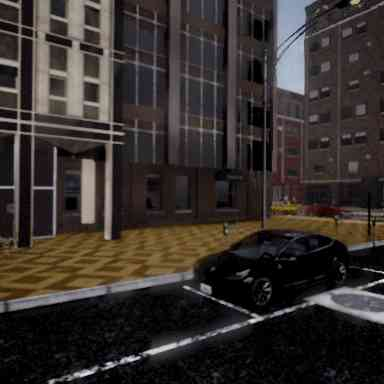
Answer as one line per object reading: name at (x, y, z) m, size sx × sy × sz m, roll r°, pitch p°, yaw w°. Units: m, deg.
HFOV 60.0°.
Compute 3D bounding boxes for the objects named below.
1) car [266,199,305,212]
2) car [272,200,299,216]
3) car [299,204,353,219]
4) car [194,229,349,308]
car at (12.259, 1.740, 43.914) m, size 1.752 × 1.417 × 4.829 m, roll 1°, pitch 0°, yaw -36°
car at (8.948, 1.651, 34.152) m, size 1.752 × 1.417 × 4.829 m, roll 1°, pitch 0°, yaw -36°
car at (12.148, 1.718, 29.688) m, size 1.802 × 1.307 × 4.206 m, roll 1°, pitch 0°, yaw -36°
car at (2.066, 1.610, 8.029) m, size 4.313 × 1.339 × 1.947 m, roll 0°, pitch 0°, yaw -35°
